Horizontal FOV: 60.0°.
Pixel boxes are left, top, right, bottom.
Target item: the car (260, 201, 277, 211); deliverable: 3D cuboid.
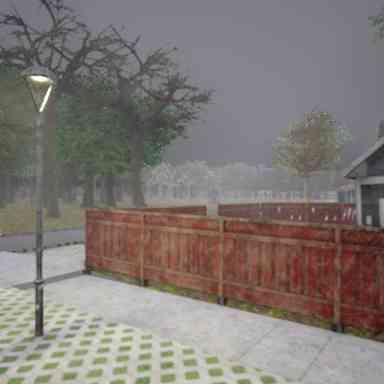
[{"bbox_3d":[11.676,2.079,49.300,1.882,1.535,5.008,-2,-2,35],"label":"car"}]
